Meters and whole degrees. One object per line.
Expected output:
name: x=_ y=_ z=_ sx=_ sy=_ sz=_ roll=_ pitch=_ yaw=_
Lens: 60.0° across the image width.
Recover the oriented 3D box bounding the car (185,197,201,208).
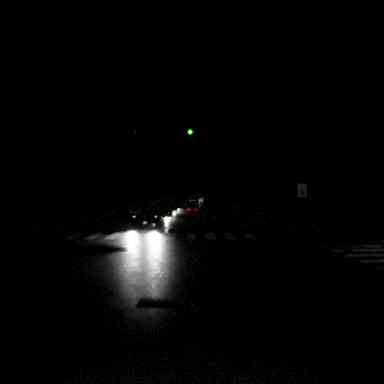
car: x=0.087 y=1.886 z=53.872 sx=1.895 sy=1.301 sz=4.718 roll=0 pitch=0 yaw=0

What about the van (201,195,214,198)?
van: x=2.603 y=1.606 z=50.279 sx=1.690 sy=1.788 sz=3.998 roll=0 pitch=0 yaw=0

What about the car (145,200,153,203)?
car: x=-5.517 y=1.614 z=33.793 sx=1.967 sy=1.590 sz=4.097 roll=0 pitch=0 yaw=0

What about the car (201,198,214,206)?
car: x=2.571 y=1.800 z=44.768 sx=1.947 sy=1.339 sz=4.313 roll=0 pitch=0 yaw=0

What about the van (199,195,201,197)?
van: x=2.666 y=1.671 z=61.300 sx=1.690 sy=1.788 sz=3.998 roll=0 pitch=0 yaw=0

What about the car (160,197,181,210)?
car: x=-2.916 y=1.793 z=44.092 sx=1.994 sy=1.385 sz=4.181 roll=0 pitch=0 yaw=0

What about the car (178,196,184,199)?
car: x=-2.814 y=1.777 z=54.172 sx=2.128 sy=1.511 sz=4.902 roll=0 pitch=0 yaw=1

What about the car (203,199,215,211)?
car: x=2.539 y=1.786 z=39.257 sx=1.802 sy=1.307 sz=4.206 roll=0 pitch=0 yaw=0

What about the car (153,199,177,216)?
car: x=-2.973 y=1.740 z=34.108 sx=1.994 sy=1.385 sz=4.181 roll=0 pitch=0 yaw=1

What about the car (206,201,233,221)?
car: x=2.476 y=1.715 z=28.235 sx=1.947 sy=1.339 sz=4.313 roll=0 pitch=0 yaw=0

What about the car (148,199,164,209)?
car: x=-5.422 y=1.813 z=50.324 sx=2.008 sy=1.369 sz=4.403 roll=0 pitch=0 yaw=0

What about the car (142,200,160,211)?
car: x=-5.454 y=1.814 z=44.814 sx=1.802 sy=1.307 sz=4.206 roll=0 pitch=0 yaw=0

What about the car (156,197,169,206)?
car: x=-5.359 y=1.768 z=61.346 sx=1.967 sy=1.590 sz=4.097 roll=0 pitch=0 yaw=0

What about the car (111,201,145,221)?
car: x=-5.549 y=1.586 z=28.283 sx=1.967 sy=1.590 sz=4.097 roll=0 pitch=0 yaw=0

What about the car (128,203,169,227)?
car: x=-3.054 y=1.727 z=24.153 sx=1.895 sy=1.301 sz=4.718 roll=0 pitch=0 yaw=1

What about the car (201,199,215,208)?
car: x=2.634 y=1.848 z=55.789 sx=2.008 sy=1.369 sz=4.403 roll=0 pitch=0 yaw=0

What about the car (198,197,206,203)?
car: x=2.377 y=1.986 z=82.204 sx=1.812 sy=1.442 sz=4.674 roll=0 pitch=0 yaw=0

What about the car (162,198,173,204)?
car: x=-5.295 y=1.947 z=72.367 sx=2.008 sy=1.369 sz=4.403 roll=0 pitch=0 yaw=0

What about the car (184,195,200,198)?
car: x=0.057 y=1.852 z=66.028 sx=2.128 sy=1.511 sz=4.902 roll=0 pitch=0 yaw=0
